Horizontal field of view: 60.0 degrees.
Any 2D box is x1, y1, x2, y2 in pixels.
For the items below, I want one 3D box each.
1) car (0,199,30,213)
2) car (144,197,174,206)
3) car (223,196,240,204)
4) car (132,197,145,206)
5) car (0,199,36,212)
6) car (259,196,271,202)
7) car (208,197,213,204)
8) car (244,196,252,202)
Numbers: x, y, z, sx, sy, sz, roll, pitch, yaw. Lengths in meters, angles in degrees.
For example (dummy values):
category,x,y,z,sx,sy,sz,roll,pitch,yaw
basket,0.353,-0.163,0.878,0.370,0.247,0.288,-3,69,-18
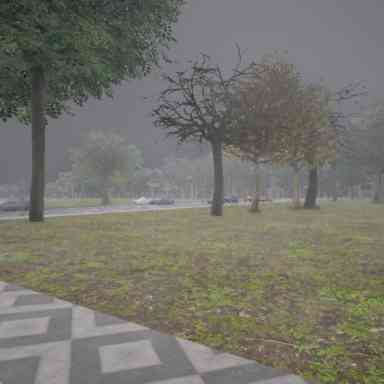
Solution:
category,x,y,z,sx,sy,sz,roll,pitch,yaw
car,-20.599,1.631,36.844,1.994,1.385,4.181,-1,0,35
car,-5.306,1.657,58.295,2.033,1.411,5.357,-1,-1,36
car,7.582,1.575,65.003,1.837,1.490,4.892,-1,-1,35
car,-8.631,1.668,59.241,1.812,1.442,4.674,-1,-1,36
car,-21.976,1.597,40.522,2.128,1.511,4.902,-1,0,35
car,17.281,1.672,78.852,1.994,1.385,4.181,-1,-1,35
car,4.924,1.670,66.874,1.994,1.385,4.181,-1,-1,35
car,14.028,1.676,79.882,1.812,1.442,4.674,-1,-1,35
